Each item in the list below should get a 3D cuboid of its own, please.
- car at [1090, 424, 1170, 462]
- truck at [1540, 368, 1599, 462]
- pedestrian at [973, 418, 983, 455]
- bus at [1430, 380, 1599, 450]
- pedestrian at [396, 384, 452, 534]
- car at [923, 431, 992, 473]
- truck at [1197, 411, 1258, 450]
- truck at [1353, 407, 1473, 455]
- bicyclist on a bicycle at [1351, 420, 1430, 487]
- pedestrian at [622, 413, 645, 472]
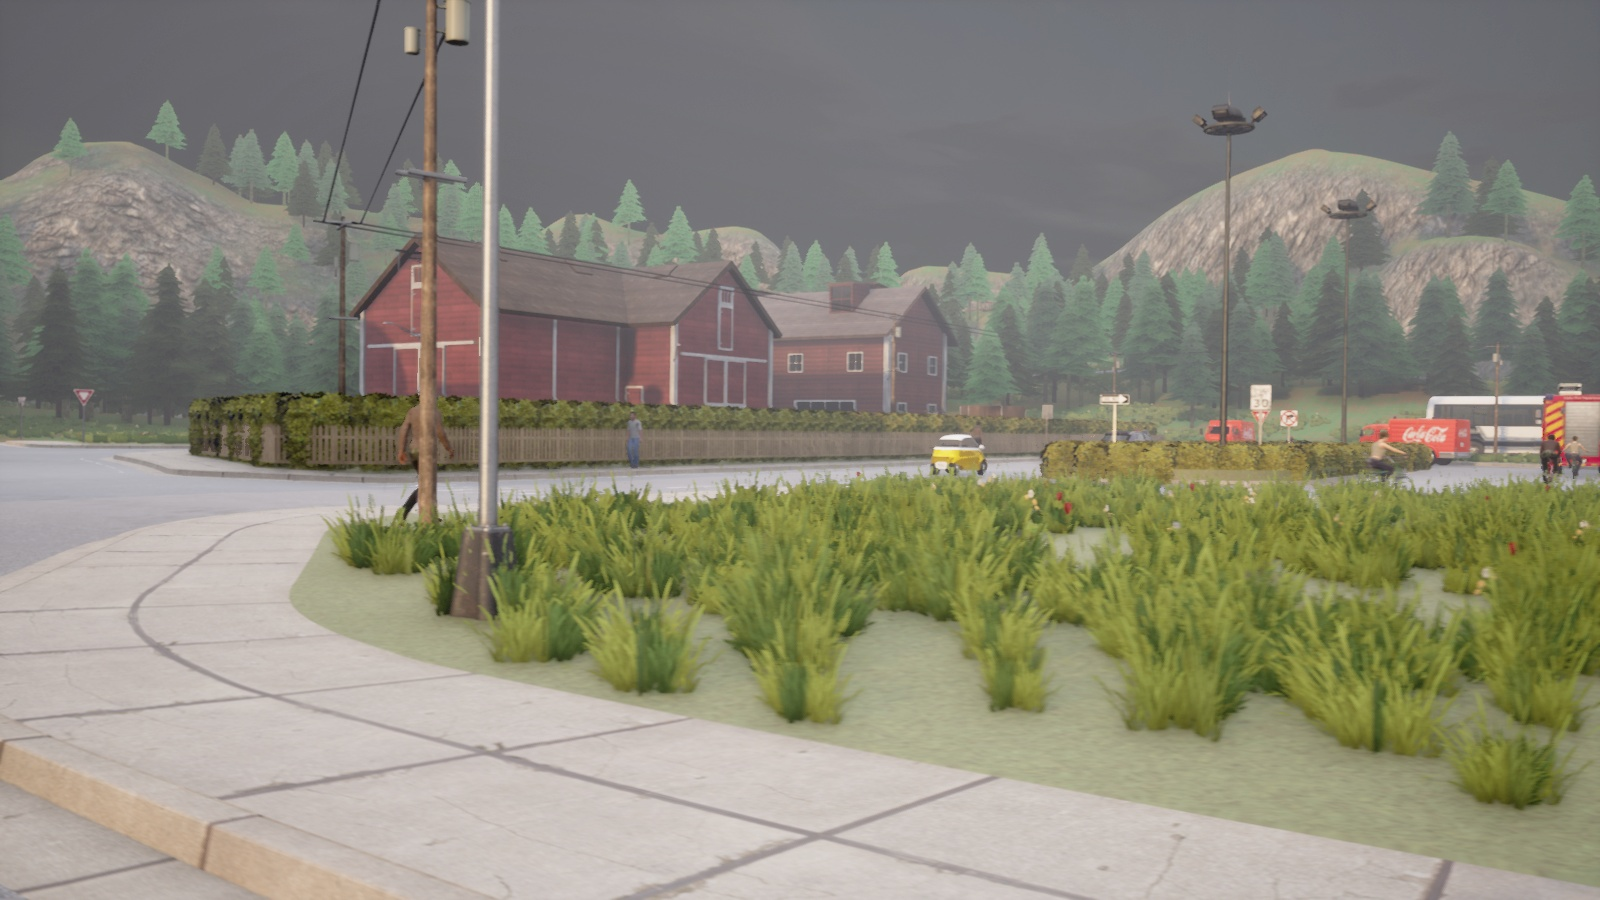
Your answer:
[{"bbox_3d":[15.097,-0.357,57.249,2.033,1.649,4.856,0,1,34],"label":"car"},{"bbox_3d":[34.288,-1.512,55.275,2.891,3.827,8.468,0,1,30],"label":"truck"},{"bbox_3d":[8.602,-0.656,60.621,0.328,1.805,0.869,0,1,20],"label":"pedestrian"},{"bbox_3d":[46.784,-2.215,81.296,10.273,4.253,3.944,0,1,34],"label":"bus"},{"bbox_3d":[-4.735,0.108,15.846,0.331,1.846,0.634,0,1,24],"label":"pedestrian"},{"bbox_3d":[5.365,0.056,42.651,1.481,1.376,2.207,0,1,34],"label":"car"},{"bbox_3d":[28.528,-1.263,83.704,2.627,2.467,5.204,0,0,34],"label":"truck"},{"bbox_3d":[32.747,-1.027,67.177,2.627,2.467,5.204,-1,1,-43],"label":"truck"},{"bbox_3d":[14.414,0.092,30.681,1.509,1.612,0.866,0,-1,-10],"label":"bicyclist on a bicycle"},{"bbox_3d":[-5.273,-0.245,39.840,0.354,1.836,0.706,0,1,30],"label":"pedestrian"}]
